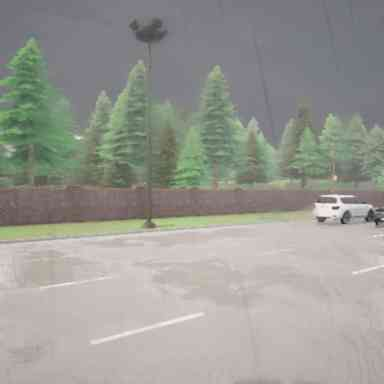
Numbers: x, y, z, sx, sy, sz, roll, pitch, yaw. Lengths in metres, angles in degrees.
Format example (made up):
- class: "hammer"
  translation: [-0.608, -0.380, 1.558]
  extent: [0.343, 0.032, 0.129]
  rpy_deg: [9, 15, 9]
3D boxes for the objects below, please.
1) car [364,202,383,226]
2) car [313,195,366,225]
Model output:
- class: "car"
  translation: [14.010, 1.518, 22.326]
  extent: [4.902, 1.511, 2.128]
  rpy_deg: [0, 0, -35]
- class: "car"
  translation: [11.312, 1.247, 24.701]
  extent: [5.566, 2.045, 2.150]
  rpy_deg: [0, 0, -35]
